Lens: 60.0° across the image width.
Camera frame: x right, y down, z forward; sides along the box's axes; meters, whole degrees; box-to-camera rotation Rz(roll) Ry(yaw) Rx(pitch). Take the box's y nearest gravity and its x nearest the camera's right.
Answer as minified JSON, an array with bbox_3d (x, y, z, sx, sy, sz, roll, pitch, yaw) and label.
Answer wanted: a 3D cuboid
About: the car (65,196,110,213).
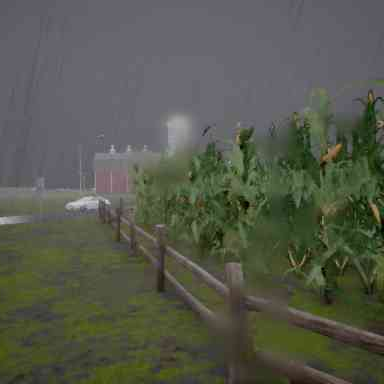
[{"bbox_3d":[-10.083,1.163,32.498,1.812,1.442,4.674,-1,1,30],"label":"car"}]
